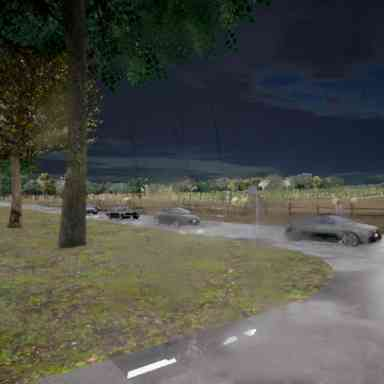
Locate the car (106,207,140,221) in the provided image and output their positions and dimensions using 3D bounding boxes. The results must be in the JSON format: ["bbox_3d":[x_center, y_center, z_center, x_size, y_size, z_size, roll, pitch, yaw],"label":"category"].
[{"bbox_3d":[-7.113,2.201,33.999,1.895,1.301,4.718,-1,0,-35],"label":"car"}]

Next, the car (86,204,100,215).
[{"bbox_3d":[-13.884,2.372,43.696,1.994,1.385,4.181,-1,0,-35],"label":"car"}]

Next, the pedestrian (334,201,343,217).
[{"bbox_3d":[9.262,1.444,21.049,0.375,1.860,0.375,-3,2,-35],"label":"pedestrian"}]

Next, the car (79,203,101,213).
[{"bbox_3d":[-15.945,2.488,51.718,1.895,1.301,4.718,-1,0,-35],"label":"car"}]

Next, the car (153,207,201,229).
[{"bbox_3d":[-1.255,1.922,25.645,1.837,1.490,4.892,-1,-1,-35],"label":"car"}]

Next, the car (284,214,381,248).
[{"bbox_3d":[6.537,1.733,15.779,1.994,1.385,4.181,-1,0,-45],"label":"car"}]
